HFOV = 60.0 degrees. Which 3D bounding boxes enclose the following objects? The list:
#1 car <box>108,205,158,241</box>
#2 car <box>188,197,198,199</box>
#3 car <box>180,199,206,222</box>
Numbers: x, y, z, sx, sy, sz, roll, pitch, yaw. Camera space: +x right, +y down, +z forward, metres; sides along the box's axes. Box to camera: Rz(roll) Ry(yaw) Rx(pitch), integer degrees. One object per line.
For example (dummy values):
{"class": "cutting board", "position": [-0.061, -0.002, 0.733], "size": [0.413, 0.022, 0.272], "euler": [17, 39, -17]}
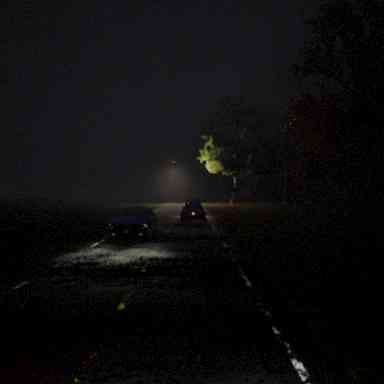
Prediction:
{"class": "car", "position": [-2.846, 1.464, 16.880], "size": [1.882, 1.535, 5.008], "euler": [0, 0, 0]}
{"class": "car", "position": [0.104, 1.435, 42.849], "size": [1.882, 1.535, 5.008], "euler": [0, 0, 0]}
{"class": "car", "position": [0.100, 1.542, 26.308], "size": [1.994, 1.385, 4.181], "euler": [0, 0, 0]}
